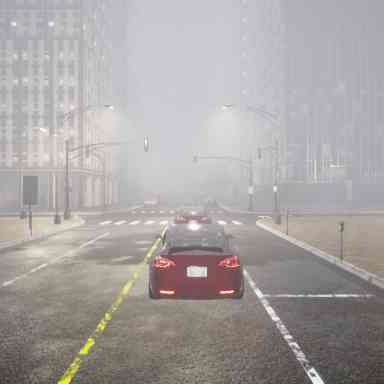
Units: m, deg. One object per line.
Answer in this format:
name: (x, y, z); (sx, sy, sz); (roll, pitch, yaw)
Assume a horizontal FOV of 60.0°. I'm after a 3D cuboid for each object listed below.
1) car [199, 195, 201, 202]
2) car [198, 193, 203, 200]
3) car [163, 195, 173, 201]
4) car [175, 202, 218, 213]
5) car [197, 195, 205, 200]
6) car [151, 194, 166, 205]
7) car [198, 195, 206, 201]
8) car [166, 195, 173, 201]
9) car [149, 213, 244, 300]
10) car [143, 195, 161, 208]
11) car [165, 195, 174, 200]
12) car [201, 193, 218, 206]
car: (2.642, 1.499, 53.855); (2.008, 1.369, 4.403); (0, 0, 0)
car: (2.497, 1.223, 70.877); (2.192, 1.841, 5.009); (0, 0, 0)
car: (-5.916, 1.428, 82.209); (2.008, 1.369, 4.403); (0, 0, 0)
car: (0.040, 1.497, 18.411); (2.163, 1.488, 4.792); (0, 0, 0)
car: (2.449, 1.411, 87.901); (2.008, 1.369, 4.403); (0, 0, 0)
car: (-5.936, 1.264, 53.832); (2.192, 1.841, 5.009); (0, 0, 0)
car: (2.465, 1.422, 82.227); (1.887, 1.381, 4.507); (0, 0, 0)
car: (-5.900, 1.438, 76.534); (1.887, 1.381, 4.507); (0, 0, 0)
car: (0.075, 1.502, 8.416); (2.163, 1.488, 4.792); (0, 0, 0)
car: (-5.951, 1.485, 47.984); (1.752, 1.417, 4.829); (0, 0, 0)
car: (-5.931, 1.410, 87.885); (2.008, 1.369, 4.403); (0, 0, 0)
car: (2.689, 1.400, 48.177); (1.967, 1.590, 4.097); (0, 0, 0)
